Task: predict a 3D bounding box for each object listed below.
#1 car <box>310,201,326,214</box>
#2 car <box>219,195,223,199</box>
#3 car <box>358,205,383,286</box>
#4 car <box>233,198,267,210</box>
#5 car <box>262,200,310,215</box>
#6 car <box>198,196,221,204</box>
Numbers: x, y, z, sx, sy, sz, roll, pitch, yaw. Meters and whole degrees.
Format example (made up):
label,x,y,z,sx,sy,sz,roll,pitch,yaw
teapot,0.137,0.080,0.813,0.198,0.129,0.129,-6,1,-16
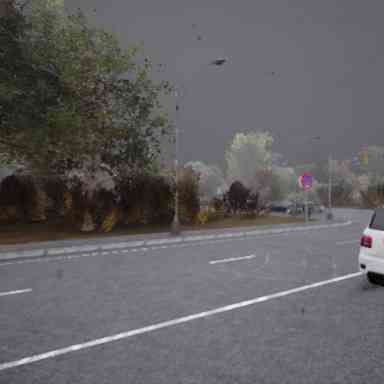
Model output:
label,x,y,z,sx,sy,sz,roll,pitch,yaw
car,13.180,1.688,38.811,2.128,1.511,4.902,0,0,-32
car,4.911,1.393,45.362,2.150,2.045,5.566,0,0,-32
car,6.412,1.281,8.323,5.566,2.045,2.150,0,0,-36
car,8.113,1.672,46.841,1.882,1.535,5.008,0,0,-32
car,10.150,1.668,37.029,2.128,1.511,4.902,0,0,-33
car,3.556,1.550,67.455,2.128,1.511,4.902,0,1,-33
